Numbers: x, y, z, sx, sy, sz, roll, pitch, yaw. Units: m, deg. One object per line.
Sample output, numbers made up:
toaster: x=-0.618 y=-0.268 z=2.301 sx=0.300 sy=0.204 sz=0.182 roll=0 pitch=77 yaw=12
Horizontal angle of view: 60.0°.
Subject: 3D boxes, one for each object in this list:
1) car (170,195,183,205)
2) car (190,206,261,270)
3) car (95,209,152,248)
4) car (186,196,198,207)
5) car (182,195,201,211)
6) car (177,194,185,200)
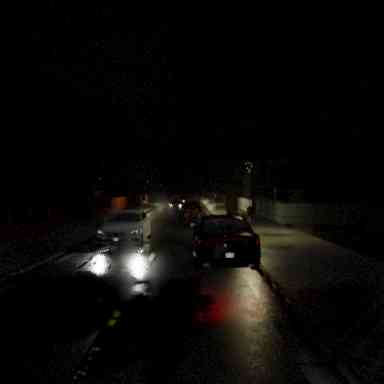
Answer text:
car: x=-2.797 y=1.353 z=57.836 sx=1.882 sy=1.535 sz=5.008 roll=0 pitch=0 yaw=0
car: x=0.963 y=1.461 z=10.974 sx=1.882 sy=1.535 sz=5.008 roll=0 pitch=0 yaw=0
car: x=-2.848 y=1.503 z=14.765 sx=1.812 sy=1.442 sz=4.674 roll=0 pitch=0 yaw=0
car: x=0.008 y=1.426 z=49.561 sx=1.812 sy=1.442 sz=4.674 roll=0 pitch=0 yaw=0
car: x=0.083 y=1.406 z=39.387 sx=1.882 sy=1.535 sz=5.008 roll=0 pitch=0 yaw=1
car: x=-2.739 y=1.340 z=84.962 sx=1.994 sy=1.385 sz=4.181 roll=0 pitch=0 yaw=0
